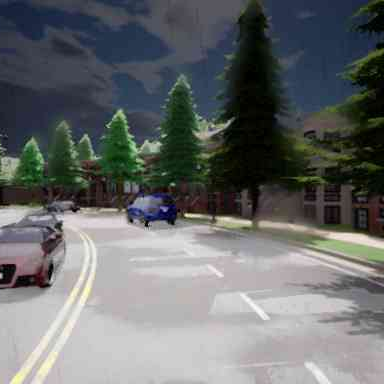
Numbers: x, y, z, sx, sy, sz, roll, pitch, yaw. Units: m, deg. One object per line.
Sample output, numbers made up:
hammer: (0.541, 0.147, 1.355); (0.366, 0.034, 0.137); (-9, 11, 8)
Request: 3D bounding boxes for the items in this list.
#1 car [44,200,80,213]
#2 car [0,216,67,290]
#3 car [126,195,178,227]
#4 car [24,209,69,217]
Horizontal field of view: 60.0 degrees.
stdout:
car: (-14.879, 1.663, 37.893); (5.357, 1.411, 2.033); (0, 0, 40)
car: (-4.622, 1.601, 8.984); (1.994, 1.385, 4.181); (-1, 0, -13)
car: (-2.928, 1.240, 23.303); (2.150, 2.045, 5.566); (0, 0, -28)
car: (-6.302, 1.614, 13.730); (1.994, 1.385, 4.181); (-1, 0, -20)
